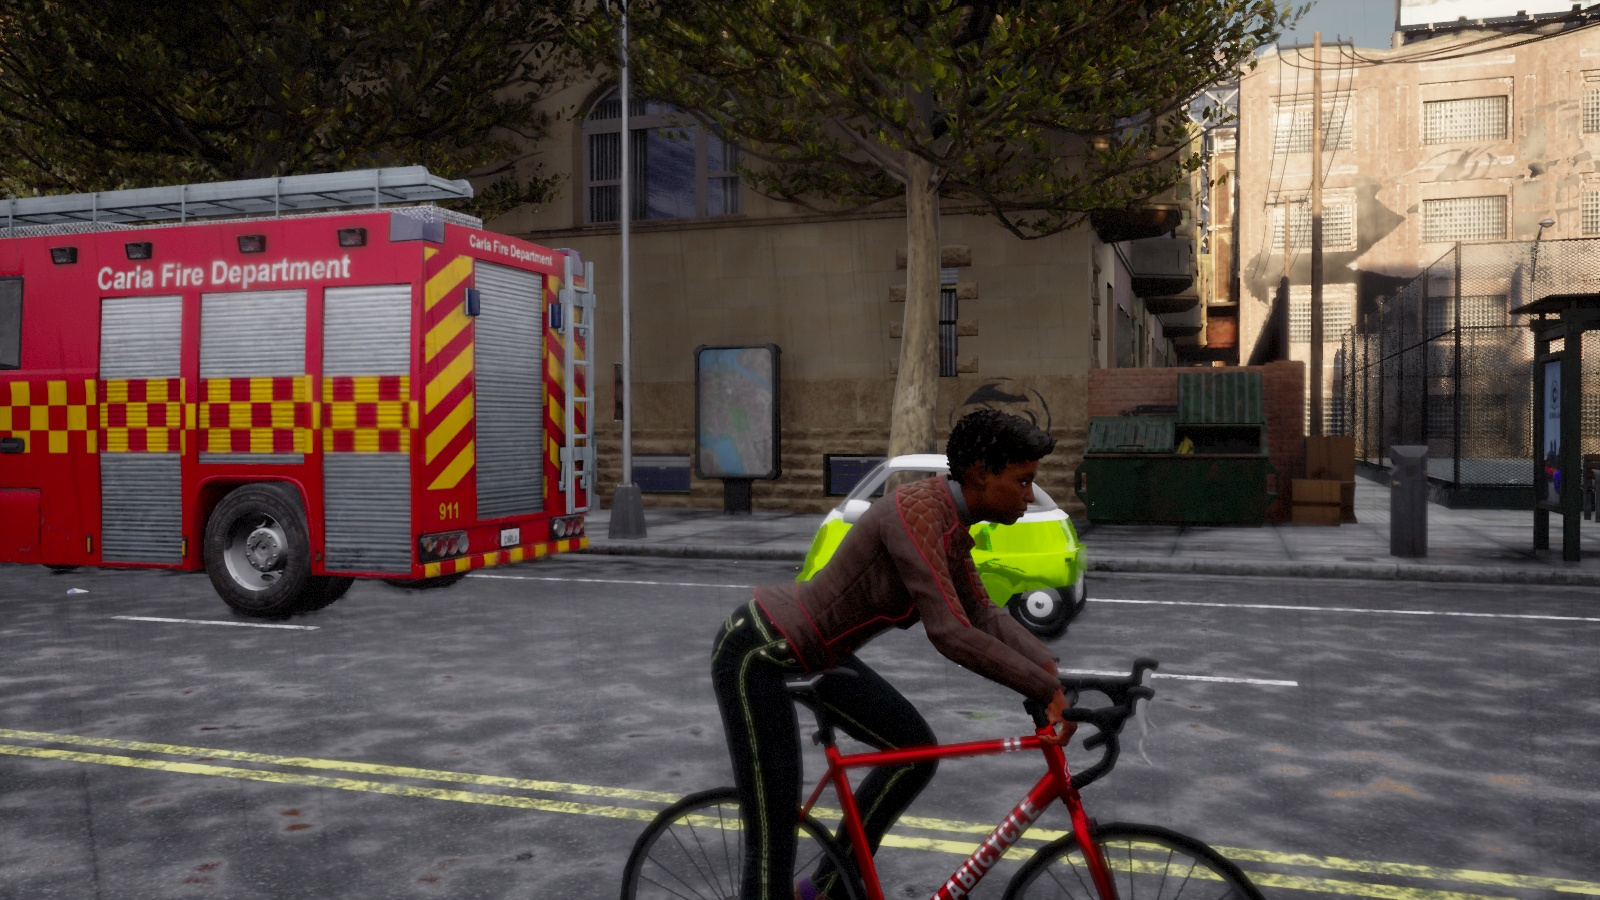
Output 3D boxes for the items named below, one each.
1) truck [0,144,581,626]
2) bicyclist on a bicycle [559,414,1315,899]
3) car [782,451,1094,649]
[{"bbox_3d":[-6.695,-0.566,12.681,8.468,3.827,2.891,1,1,19],"label":"truck"},{"bbox_3d":[0.305,0.732,3.021,1.656,1.620,0.582,1,1,17],"label":"bicyclist on a bicycle"},{"bbox_3d":[1.153,0.723,10.141,2.207,1.376,1.481,1,1,19],"label":"car"}]
